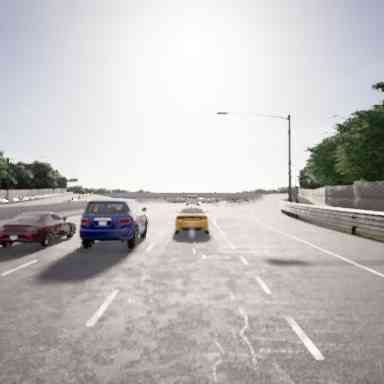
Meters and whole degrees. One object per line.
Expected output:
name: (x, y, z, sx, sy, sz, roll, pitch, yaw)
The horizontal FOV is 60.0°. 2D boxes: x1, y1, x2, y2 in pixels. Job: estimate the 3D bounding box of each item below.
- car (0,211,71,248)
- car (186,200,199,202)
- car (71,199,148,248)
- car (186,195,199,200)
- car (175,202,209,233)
car: (-6.903, 1.610, 15.209, 1.812, 1.442, 4.674, 0, 0, 0)
car: (0.092, 1.789, 34.021, 1.895, 1.301, 4.718, 0, 0, 0)
car: (-3.404, 1.307, 15.378, 2.150, 2.045, 5.566, 0, 0, 0)
car: (0.086, 1.635, 59.752, 2.150, 2.045, 5.566, 0, -1, 0)
car: (-0.005, 1.590, 20.306, 1.882, 1.535, 5.008, 0, 0, 0)
